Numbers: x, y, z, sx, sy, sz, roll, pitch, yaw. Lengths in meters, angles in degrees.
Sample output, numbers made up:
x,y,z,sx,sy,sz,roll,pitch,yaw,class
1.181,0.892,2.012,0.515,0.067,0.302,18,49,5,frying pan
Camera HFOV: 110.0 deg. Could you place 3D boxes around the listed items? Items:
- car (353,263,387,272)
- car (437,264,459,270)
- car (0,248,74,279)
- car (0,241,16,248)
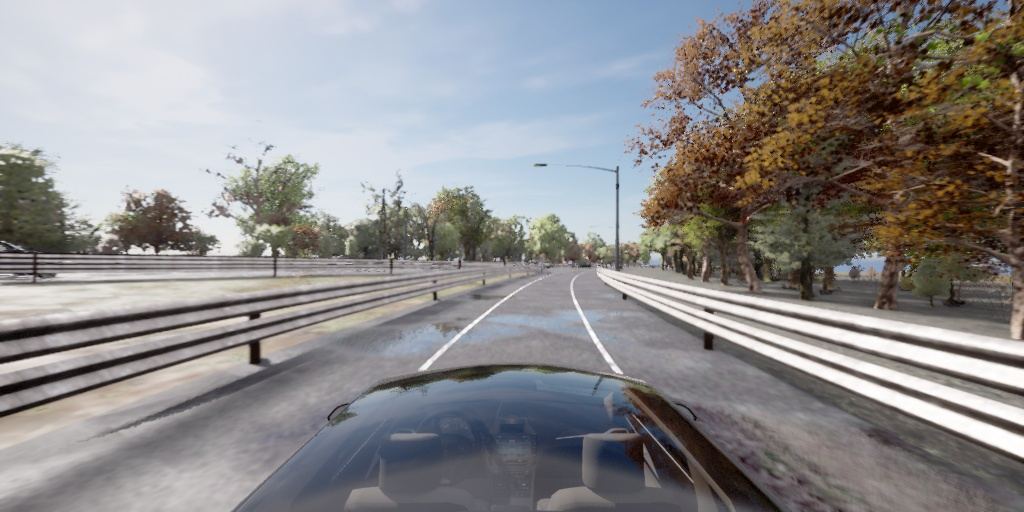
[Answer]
x,y,z,sx,sy,sz,roll,pitch,yaw,class
-16.669,1.040,42.399,1.994,1.385,4.181,0,-1,31,car
-10.506,1.443,59.684,1.812,1.442,4.674,0,-1,31,car
-26.847,0.424,18.553,2.033,1.411,5.357,0,-1,31,car
-29.836,0.087,20.374,2.150,2.045,5.566,0,-2,31,car
